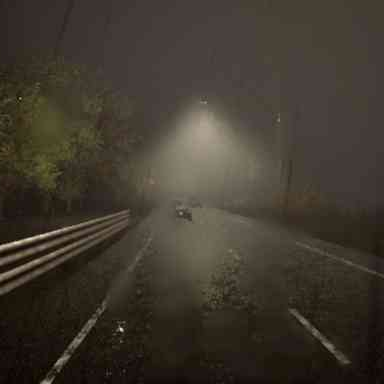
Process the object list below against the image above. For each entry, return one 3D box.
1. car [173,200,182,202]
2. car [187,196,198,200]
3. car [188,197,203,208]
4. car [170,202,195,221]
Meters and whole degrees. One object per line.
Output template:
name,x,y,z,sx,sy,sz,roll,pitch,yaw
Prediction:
car,-2.322,2.056,53.719,1.837,1.490,4.892,0,0,-3
car,0.270,1.787,68.314,2.150,2.045,5.566,0,-1,-3
car,0.830,2.113,58.289,1.812,1.442,4.674,0,-1,-3
car,-1.075,1.889,31.282,1.994,1.385,4.181,0,-1,-3
